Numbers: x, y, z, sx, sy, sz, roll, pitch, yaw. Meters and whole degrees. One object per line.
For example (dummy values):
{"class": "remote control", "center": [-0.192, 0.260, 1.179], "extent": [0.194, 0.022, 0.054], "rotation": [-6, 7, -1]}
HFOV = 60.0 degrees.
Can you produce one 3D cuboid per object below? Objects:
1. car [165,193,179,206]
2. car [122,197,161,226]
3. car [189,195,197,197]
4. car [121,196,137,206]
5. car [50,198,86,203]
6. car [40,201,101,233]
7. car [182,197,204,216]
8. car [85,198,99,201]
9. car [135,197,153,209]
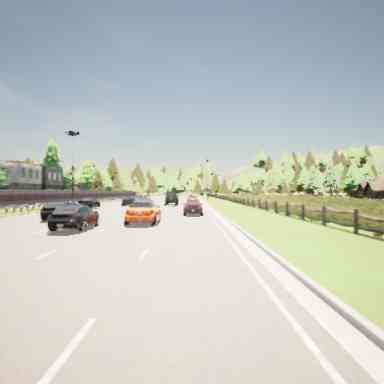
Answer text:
{"class": "car", "center": [-3.384, 1.239, 56.849], "extent": [2.150, 2.045, 5.566], "rotation": [0, 0, 0]}
{"class": "car", "center": [-3.394, 1.359, 23.666], "extent": [2.097, 1.767, 4.553], "rotation": [0, 0, 0]}
{"class": "car", "center": [0.118, 1.370, 58.919], "extent": [2.097, 1.767, 4.553], "rotation": [0, 0, 0]}
{"class": "car", "center": [-10.382, 1.521, 55.143], "extent": [1.837, 1.490, 4.892], "rotation": [0, 0, 0]}
{"class": "car", "center": [-10.394, 1.513, 26.622], "extent": [1.837, 1.490, 4.892], "rotation": [0, 0, 0]}
{"class": "car", "center": [-6.897, 1.511, 19.814], "extent": [1.837, 1.490, 4.892], "rotation": [0, 0, 0]}
{"class": "car", "center": [0.109, 1.536, 33.146], "extent": [1.812, 1.442, 4.674], "rotation": [0, 0, 0]}
{"class": "car", "center": [-13.886, 1.491, 45.257], "extent": [1.882, 1.535, 5.008], "rotation": [0, 0, 0]}
{"class": "car", "center": [-6.888, 1.492, 47.929], "extent": [1.882, 1.535, 5.008], "rotation": [0, 0, 0]}
